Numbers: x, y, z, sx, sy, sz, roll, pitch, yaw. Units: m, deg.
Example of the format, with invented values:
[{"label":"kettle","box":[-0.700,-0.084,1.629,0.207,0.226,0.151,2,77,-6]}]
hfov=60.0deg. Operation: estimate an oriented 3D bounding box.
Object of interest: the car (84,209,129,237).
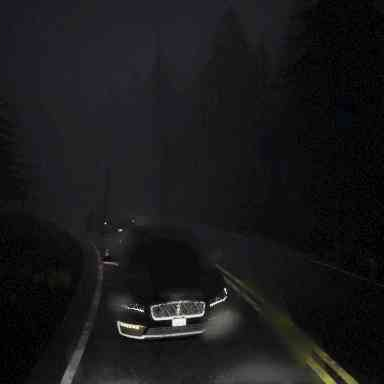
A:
[{"label":"car","box":[-4.650,1.614,18.575,1.895,1.301,4.718,-3,1,-29]}]

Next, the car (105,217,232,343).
[{"label":"car","box":[-0.650,1.495,6.838,1.837,1.490,4.892,-1,0,-11]}]
